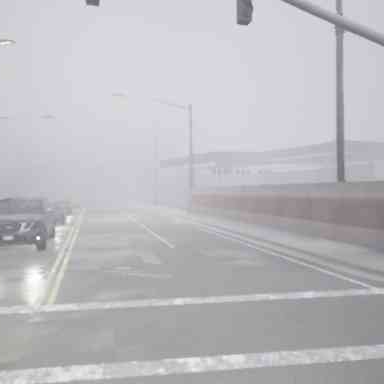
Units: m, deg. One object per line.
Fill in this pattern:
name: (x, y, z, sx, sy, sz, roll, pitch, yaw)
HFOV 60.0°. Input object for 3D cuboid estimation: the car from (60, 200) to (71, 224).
car: (-10.096, 1.574, 23.893, 1.994, 1.385, 4.181, -1, 0, -17)

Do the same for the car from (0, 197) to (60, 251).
car: (-7.209, 1.252, 14.284, 2.150, 2.045, 5.566, -1, 0, -17)

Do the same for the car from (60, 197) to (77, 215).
car: (-12.975, 1.494, 33.475, 1.837, 1.490, 4.892, -1, 0, -17)
